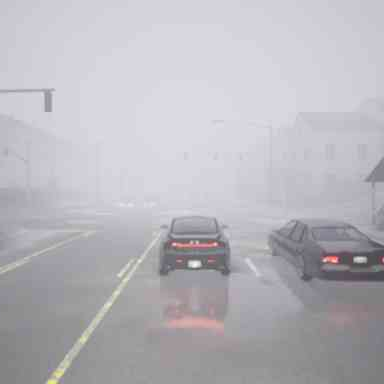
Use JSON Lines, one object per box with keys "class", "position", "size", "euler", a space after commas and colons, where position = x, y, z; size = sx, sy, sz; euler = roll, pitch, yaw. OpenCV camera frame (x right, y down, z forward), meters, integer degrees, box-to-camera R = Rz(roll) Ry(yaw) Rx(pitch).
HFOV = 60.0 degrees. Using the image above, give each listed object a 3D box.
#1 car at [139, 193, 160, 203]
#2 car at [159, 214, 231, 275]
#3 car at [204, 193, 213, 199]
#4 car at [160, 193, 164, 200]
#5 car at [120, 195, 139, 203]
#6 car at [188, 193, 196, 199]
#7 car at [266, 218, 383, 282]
{"class": "car", "position": [-7.067, 1.119, 55.660], "size": [1.994, 1.385, 4.181], "euler": [0, 0, 0]}
{"class": "car", "position": [0.074, 1.422, 10.135], "size": [1.837, 1.490, 4.892], "euler": [0, 0, 0]}
{"class": "car", "position": [3.490, 0.821, 70.897], "size": [2.033, 1.411, 5.357], "euler": [0, 0, 0]}
{"class": "car", "position": [-7.010, 0.929, 71.324], "size": [1.837, 1.490, 4.892], "euler": [0, 0, 0]}
{"class": "car", "position": [-10.567, 1.161, 55.029], "size": [1.895, 1.301, 4.718], "euler": [0, 0, 0]}
{"class": "car", "position": [-0.010, 0.821, 70.897], "size": [2.033, 1.411, 5.357], "euler": [0, 0, 0]}
{"class": "car", "position": [3.574, 1.469, 9.559], "size": [2.033, 1.411, 5.357], "euler": [0, 0, 0]}
